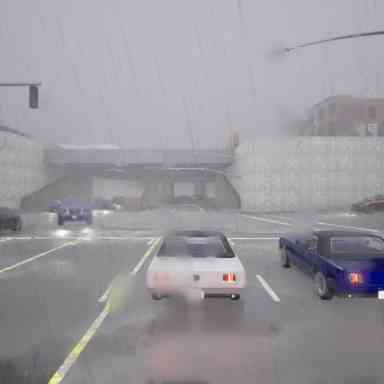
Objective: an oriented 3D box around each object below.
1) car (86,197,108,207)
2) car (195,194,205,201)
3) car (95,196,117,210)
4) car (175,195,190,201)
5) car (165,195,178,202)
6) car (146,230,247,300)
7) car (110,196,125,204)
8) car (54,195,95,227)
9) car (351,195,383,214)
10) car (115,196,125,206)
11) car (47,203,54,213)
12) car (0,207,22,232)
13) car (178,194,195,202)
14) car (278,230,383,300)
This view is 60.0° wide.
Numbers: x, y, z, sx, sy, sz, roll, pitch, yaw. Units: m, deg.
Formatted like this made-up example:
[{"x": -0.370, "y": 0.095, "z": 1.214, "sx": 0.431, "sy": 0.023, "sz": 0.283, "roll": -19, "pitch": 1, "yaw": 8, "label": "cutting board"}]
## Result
[{"x": -14.914, "y": 1.493, "z": 52.444, "sx": 2.128, "sy": 1.511, "sz": 4.902, "roll": 0, "pitch": 0, "yaw": -1, "label": "car"}, {"x": 1.506, "y": 1.355, "z": 85.426, "sx": 2.097, "sy": 1.767, "sz": 4.553, "roll": 0, "pitch": 0, "yaw": 28, "label": "car"}, {"x": -11.157, "y": 1.564, "z": 41.727, "sx": 1.994, "sy": 1.385, "sz": 4.181, "roll": 0, "pitch": 0, "yaw": -2, "label": "car"}, {"x": -2.295, "y": 1.478, "z": 85.395, "sx": 1.882, "sy": 1.535, "sz": 5.008, "roll": 0, "pitch": 0, "yaw": 24, "label": "car"}, {"x": -4.660, "y": 1.355, "z": 75.532, "sx": 2.097, "sy": 1.767, "sz": 4.553, "roll": 0, "pitch": 0, "yaw": 6, "label": "car"}, {"x": 0.091, "y": 1.601, "z": 8.315, "sx": 1.895, "sy": 1.301, "sz": 4.718, "roll": 0, "pitch": 0, "yaw": 0, "label": "car"}, {"x": -15.183, "y": 1.525, "z": 67.781, "sx": 2.128, "sy": 1.511, "sz": 4.902, "roll": 0, "pitch": 0, "yaw": -1, "label": "car"}, {"x": -8.207, "y": 1.220, "z": 23.588, "sx": 2.150, "sy": 2.045, "sz": 5.566, "roll": 0, "pitch": 0, "yaw": -17, "label": "car"}, {"x": 15.847, "y": 0.973, "z": 28.407, "sx": 4.181, "sy": 1.385, "sz": 1.994, "roll": -7, "pitch": 0, "yaw": 0, "label": "car"}, {"x": -11.501, "y": 1.525, "z": 56.667, "sx": 1.812, "sy": 1.442, "sz": 4.674, "roll": 0, "pitch": 0, "yaw": -1, "label": "car"}, {"x": -14.542, "y": 1.547, "z": 37.781, "sx": 2.033, "sy": 1.411, "sz": 5.357, "roll": 0, "pitch": 0, "yaw": -2, "label": "car"}, {"x": -10.666, "y": 1.525, "z": 17.529, "sx": 1.812, "sy": 1.442, "sz": 4.674, "roll": 0, "pitch": 0, "yaw": -3, "label": "car"}, {"x": -1.159, "y": 1.525, "z": 75.425, "sx": 2.128, "sy": 1.511, "sz": 4.902, "roll": 0, "pitch": 0, "yaw": 6, "label": "car"}, {"x": 3.591, "y": 1.601, "z": 8.321, "sx": 1.895, "sy": 1.301, "sz": 4.718, "roll": 0, "pitch": 0, "yaw": 0, "label": "car"}]
